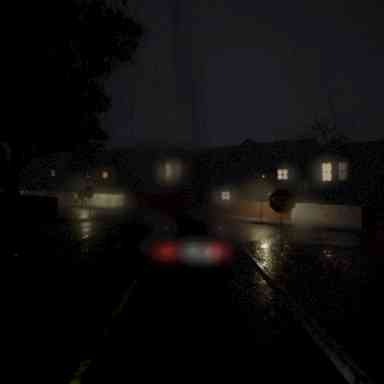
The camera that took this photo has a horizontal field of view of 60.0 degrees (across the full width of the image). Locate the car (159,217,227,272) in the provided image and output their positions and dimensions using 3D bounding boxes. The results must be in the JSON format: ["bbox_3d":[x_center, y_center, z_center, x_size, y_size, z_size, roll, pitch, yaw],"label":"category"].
[{"bbox_3d":[0.057,1.525,10.699,2.033,1.411,5.357,0,0,1],"label":"car"}]

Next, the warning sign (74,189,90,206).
[{"bbox_3d":[-12.311,0.607,37.230,1.060,1.860,1.300,-1,1,32],"label":"warning sign"}]
